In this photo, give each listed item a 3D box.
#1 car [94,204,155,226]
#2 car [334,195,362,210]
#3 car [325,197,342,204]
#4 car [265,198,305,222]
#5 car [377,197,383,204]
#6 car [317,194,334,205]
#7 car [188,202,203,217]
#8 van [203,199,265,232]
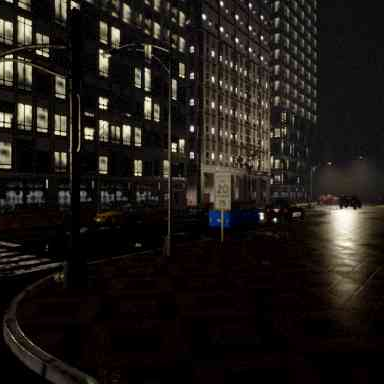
[{"bbox_3d":[-4.734,1.540,23.944,1.752,1.417,4.829,0,0,38],"label":"car"},{"bbox_3d":[21.195,1.369,44.494,2.192,1.841,5.009,0,0,38],"label":"car"},{"bbox_3d":[28.527,1.625,66.936,2.008,1.369,4.403,0,0,38],"label":"car"},{"bbox_3d":[7.619,1.473,26.859,1.967,1.590,4.097,0,0,38],"label":"car"},{"bbox_3d":[38.164,1.659,66.536,1.947,1.339,4.313,0,0,38],"label":"car"},{"bbox_3d":[25.133,1.381,62.528,2.192,1.841,5.009,0,0,38],"label":"car"},{"bbox_3d":[1.375,1.604,31.667,1.802,1.307,4.206,0,0,38],"label":"car"},{"bbox_3d":[2.656,1.368,20.230,1.690,1.788,3.998,0,0,38],"label":"van"}]
